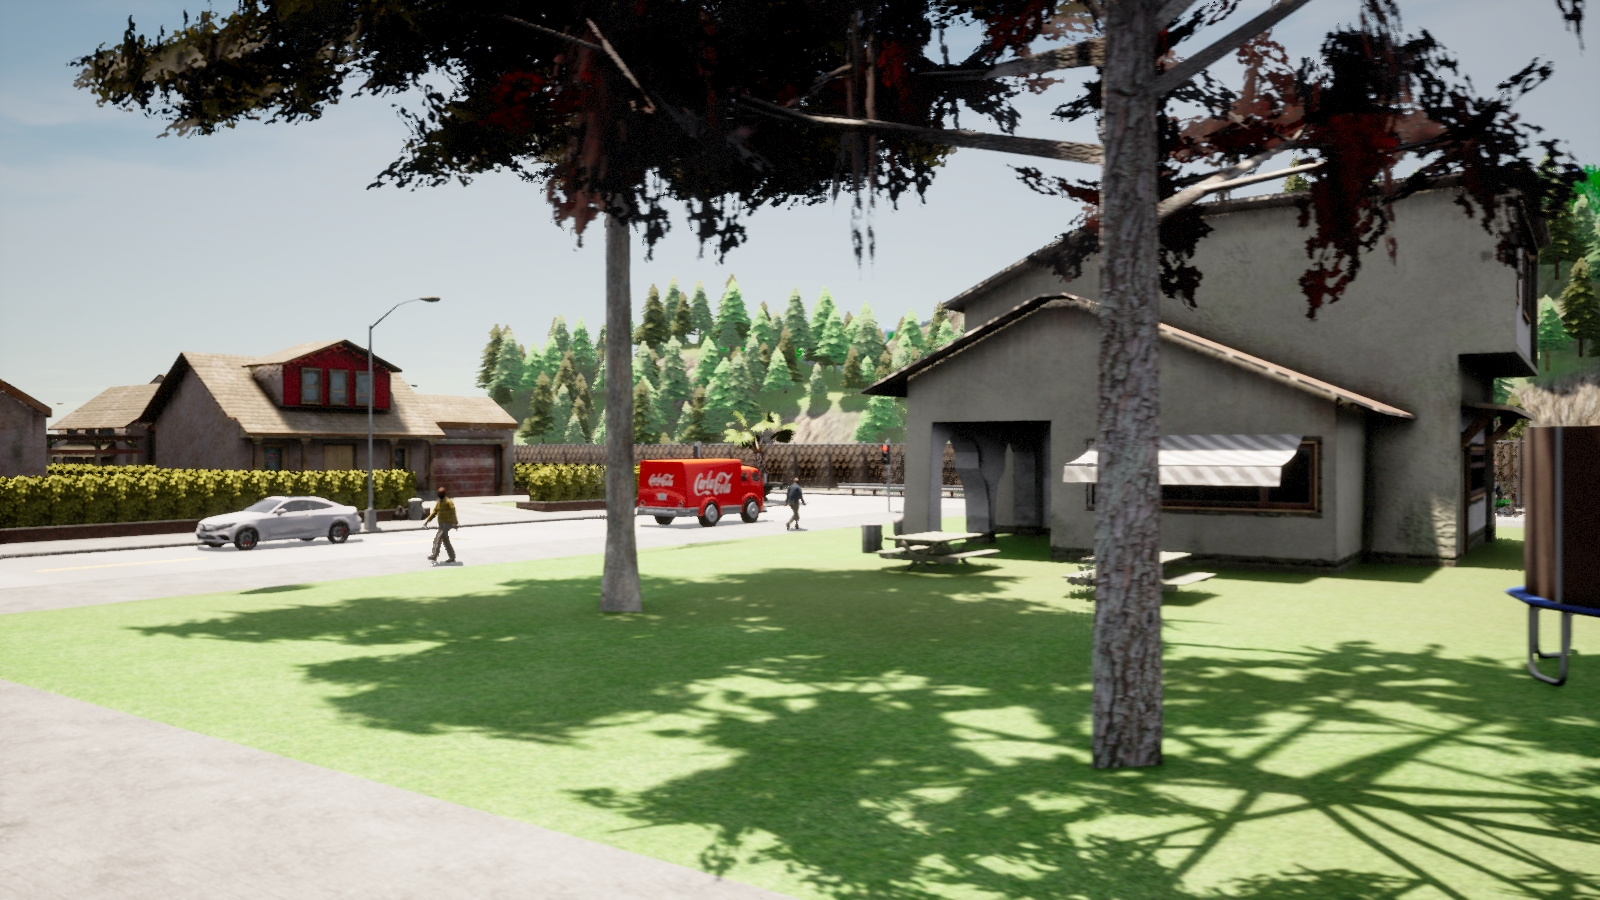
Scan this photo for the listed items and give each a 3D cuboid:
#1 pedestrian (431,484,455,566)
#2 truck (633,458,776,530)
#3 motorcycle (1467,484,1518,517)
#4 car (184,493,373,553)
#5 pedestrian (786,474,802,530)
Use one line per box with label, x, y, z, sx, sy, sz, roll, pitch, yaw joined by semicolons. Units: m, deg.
pedestrian;-8.340;1.743;26.683;0.375;1.860;0.375;0;0;35
truck;-3.503;1.568;43.056;2.627;2.467;5.204;0;0;35
motorcycle;29.679;2.143;48.962;1.805;1.316;0.856;0;0;35
car;-15.212;2.082;33.567;2.002;1.442;4.674;0;0;35
pedestrian;-0.196;1.745;38.305;0.375;1.860;0.375;0;0;39
